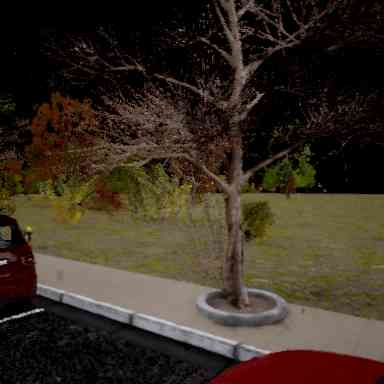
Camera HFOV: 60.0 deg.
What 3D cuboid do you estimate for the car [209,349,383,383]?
[{"bbox_3d":[1.941,1.545,1.343,4.507,1.381,1.887,0,1,36],"label":"car"}]

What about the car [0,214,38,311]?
[{"bbox_3d":[-5.025,1.315,6.450,5.009,1.841,2.192,0,1,36],"label":"car"}]
